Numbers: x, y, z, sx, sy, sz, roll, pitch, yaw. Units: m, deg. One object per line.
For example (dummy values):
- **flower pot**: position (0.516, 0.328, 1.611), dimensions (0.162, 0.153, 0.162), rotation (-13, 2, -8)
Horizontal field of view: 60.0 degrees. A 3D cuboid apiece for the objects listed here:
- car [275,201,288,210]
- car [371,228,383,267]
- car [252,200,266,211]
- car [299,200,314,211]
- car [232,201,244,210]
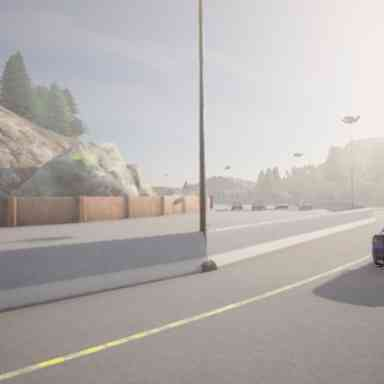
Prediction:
- **car**: position (14.745, 2.178, 54.894), dimensions (2.033, 1.411, 5.357), rotation (-1, -1, 11)
- **car**: position (7.502, 1.552, 10.923), dimensions (1.882, 1.535, 5.008), rotation (-1, -1, 44)
- **car**: position (10.476, 1.990, 51.911), dimensions (2.097, 1.767, 4.553), rotation (-1, -1, 13)
- **car**: position (17.426, 2.044, 50.807), dimensions (1.837, 1.490, 4.892), rotation (-1, -1, 13)
- **car**: position (7.768, 2.274, 55.593), dimensions (2.033, 1.411, 5.357), rotation (-1, -1, 11)
